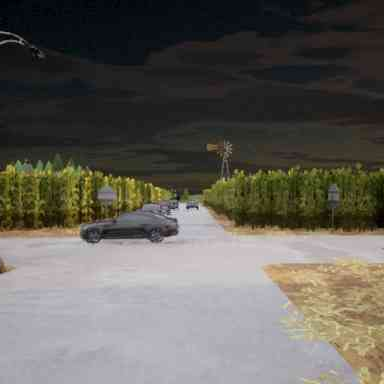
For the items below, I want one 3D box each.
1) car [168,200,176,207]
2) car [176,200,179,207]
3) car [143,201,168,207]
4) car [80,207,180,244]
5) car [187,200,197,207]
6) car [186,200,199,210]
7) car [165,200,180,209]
[{"bbox_3d":[-3.229,1.694,35.877,2.128,1.511,4.902,0,0,0],"label":"car"},{"bbox_3d":[-3.235,1.843,45.313,1.994,1.385,4.181,0,-1,0],"label":"car"},{"bbox_3d":[-3.179,1.669,26.462,1.837,1.490,4.892,0,-1,-1],"label":"car"},{"bbox_3d":[-2.914,1.643,15.913,4.674,1.442,1.812,-1,0,0],"label":"car"},{"bbox_3d":[0.037,2.353,69.000,2.033,1.411,5.357,0,-1,0],"label":"car"},{"bbox_3d":[0.053,1.988,51.714,2.033,1.411,5.357,0,-2,0],"label":"car"},{"bbox_3d":[-3.214,2.035,55.543,2.128,1.511,4.902,0,-1,1],"label":"car"}]
